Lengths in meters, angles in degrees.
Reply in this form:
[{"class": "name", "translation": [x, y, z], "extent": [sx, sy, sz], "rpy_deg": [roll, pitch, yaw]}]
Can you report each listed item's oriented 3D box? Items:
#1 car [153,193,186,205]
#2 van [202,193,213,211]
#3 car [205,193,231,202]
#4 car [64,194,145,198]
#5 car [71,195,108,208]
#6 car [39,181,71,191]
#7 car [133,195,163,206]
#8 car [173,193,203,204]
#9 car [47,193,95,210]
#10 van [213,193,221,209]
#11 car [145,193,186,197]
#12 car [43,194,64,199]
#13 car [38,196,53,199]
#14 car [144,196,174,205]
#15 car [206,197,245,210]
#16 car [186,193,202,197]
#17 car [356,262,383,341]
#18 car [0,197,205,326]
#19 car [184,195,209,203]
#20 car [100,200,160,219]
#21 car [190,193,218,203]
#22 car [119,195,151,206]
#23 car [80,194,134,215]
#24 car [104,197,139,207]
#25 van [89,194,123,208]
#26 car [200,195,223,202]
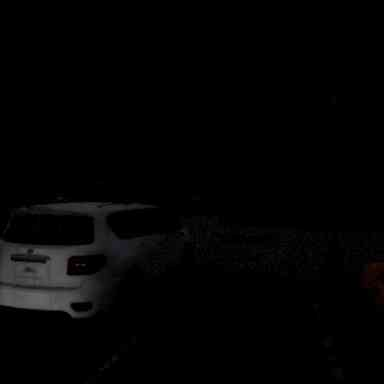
[{"class": "car", "translation": [-4.213, 1.263, 61.779], "extent": [5.566, 2.045, 2.435], "rpy_deg": [-1, 0, 14]}, {"class": "van", "translation": [-0.369, 1.278, 36.980], "extent": [4.442, 1.987, 1.878], "rpy_deg": [1, 0, 14]}, {"class": "car", "translation": [6.012, 1.263, 76.785], "extent": [5.566, 2.045, 2.435], "rpy_deg": [-1, -1, 14]}, {"class": "car", "translation": [-7.092, 1.246, 27.208], "extent": [5.566, 2.045, 2.435], "rpy_deg": [1, 0, 14]}, {"class": "car", "translation": [-14.380, 1.384, 46.773], "extent": [4.553, 1.767, 2.185], "rpy_deg": [-1, -1, 14]}, {"class": "car", "translation": [-20.539, -0.917, 50.045], "extent": [1.895, 1.301, 4.718], "rpy_deg": [0, 4, 34]}, {"class": "car", "translation": [-7.543, 1.387, 56.757], "extent": [4.553, 1.767, 2.185], "rpy_deg": [-1, 0, 14]}, {"class": "car", "translation": [-0.764, 1.262, 66.766], "extent": [5.566, 2.045, 2.435], "rpy_deg": [-1, -1, 14]}, {"class": "car", "translation": [-16.018, 1.257, 44.262], "extent": [5.566, 2.045, 2.435], "rpy_deg": [-1, -1, 14]}, {"class": "van", "translation": [1.291, 1.279, 39.430], "extent": [4.442, 1.987, 1.878], "rpy_deg": [1, 0, 14]}, {"class": "car", "translation": [-3.831, 1.248, 32.105], "extent": [5.566, 2.045, 2.435], "rpy_deg": [1, 1, 14]}, {"class": "car", "translation": [-17.768, 1.256, 41.751], "extent": [5.566, 2.045, 2.435], "rpy_deg": [-1, 0, 14]}, {"class": "car", "translation": [-19.459, 1.536, 39.244], "extent": [4.792, 1.488, 2.163], "rpy_deg": [-1, 0, 14]}, {"class": "car", "translation": [-5.845, 1.542, 59.260], "extent": [4.792, 1.488, 2.163], "rpy_deg": [-1, -1, 14]}, {"class": "car", "translation": [4.487, 1.506, 44.351], "extent": [4.892, 1.521, 2.231], "rpy_deg": [1, 0, 14]}, {"class": "car", "translation": [-2.170, 1.249, 34.555], "extent": [5.566, 2.045, 2.435], "rpy_deg": [1, 1, 14]}, {"class": "car", "translation": [3.223, 1.480, 3.662], "extent": [1.946, 1.575, 5.366], "rpy_deg": [1, -1, 15]}, {"class": "car", "translation": [-1.624, 1.235, 7.359], "extent": [2.435, 2.045, 5.566], "rpy_deg": [0, -1, 15]}, {"class": "car", "translation": [0.909, 1.515, 69.264], "extent": [4.892, 1.521, 2.231], "rpy_deg": [-1, 0, 14]}, {"class": "car", "translation": [-5.490, 1.527, 29.646], "extent": [4.792, 1.488, 2.163], "rpy_deg": [1, 1, 14]}, {"class": "car", "translation": [2.565, 1.264, 71.792], "extent": [5.566, 2.045, 2.435], "rpy_deg": [-1, 0, 14]}, {"class": "car", "translation": [-9.235, 1.386, 54.244], "extent": [4.553, 1.767, 2.185], "rpy_deg": [-1, 0, 14]}, {"class": "car", "translation": [-8.846, 1.237, 35.195], "extent": [2.150, 2.045, 5.566], "rpy_deg": [0, 0, 34]}, {"class": "car", "translation": [-10.965, 1.513, 51.768], "extent": [4.892, 1.521, 2.231], "rpy_deg": [-1, -1, 14]}, {"class": "van", "translation": [-12.771, 1.286, 49.286], "extent": [4.442, 1.987, 1.878], "rpy_deg": [-1, 0, 14]}, {"class": "car", "translation": [4.322, 1.544, 74.277], "extent": [4.792, 1.488, 2.163], "rpy_deg": [-1, -1, 14]}]
